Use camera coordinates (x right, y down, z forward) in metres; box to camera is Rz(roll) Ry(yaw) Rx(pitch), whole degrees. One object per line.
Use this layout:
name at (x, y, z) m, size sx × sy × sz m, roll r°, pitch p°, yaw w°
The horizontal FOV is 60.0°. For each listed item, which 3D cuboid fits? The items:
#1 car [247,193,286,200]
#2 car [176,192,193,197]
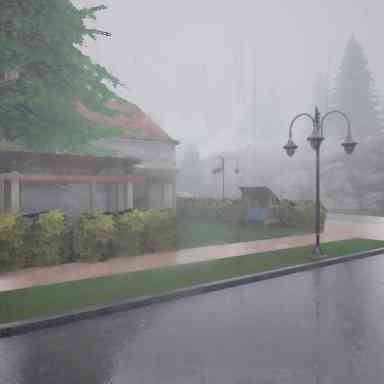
car at (7.249, 1.059, 30.862) m, size 2.150 × 2.045 × 5.566 m, roll 0°, pitch 0°, yaw -35°
car at (-1.290, 1.060, 42.870) m, size 2.150 × 2.045 × 5.566 m, roll 0°, pitch 0°, yaw -35°
